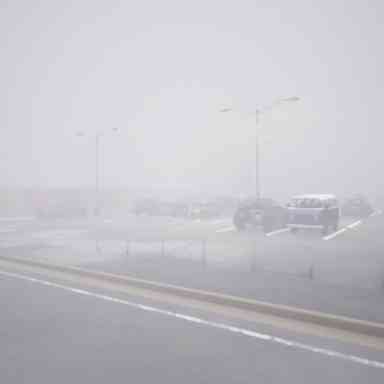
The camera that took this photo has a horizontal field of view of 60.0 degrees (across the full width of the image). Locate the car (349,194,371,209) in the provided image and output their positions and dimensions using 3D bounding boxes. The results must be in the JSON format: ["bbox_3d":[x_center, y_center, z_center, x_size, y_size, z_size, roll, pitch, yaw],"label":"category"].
[{"bbox_3d":[26.189,1.257,51.680,1.905,1.878,3.866,-1,0,34],"label":"car"}]

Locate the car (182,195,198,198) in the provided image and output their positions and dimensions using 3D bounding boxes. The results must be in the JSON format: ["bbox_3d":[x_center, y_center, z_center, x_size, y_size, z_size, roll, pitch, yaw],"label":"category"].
[{"bbox_3d":[0.096,1.435,48.267,1.932,1.855,4.605,-1,0,34],"label":"car"}]

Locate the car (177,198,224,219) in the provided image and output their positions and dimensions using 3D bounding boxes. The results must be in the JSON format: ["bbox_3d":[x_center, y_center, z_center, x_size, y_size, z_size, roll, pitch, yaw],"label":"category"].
[{"bbox_3d":[0.800,1.584,29.592,1.970,1.475,3.806,-1,0,34],"label":"car"}]

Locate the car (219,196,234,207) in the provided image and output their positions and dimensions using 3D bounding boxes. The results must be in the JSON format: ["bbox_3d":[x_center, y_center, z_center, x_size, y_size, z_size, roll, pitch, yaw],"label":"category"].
[{"bbox_3d":[7.595,1.697,64.379,1.970,1.475,3.806,-1,0,34],"label":"car"}]

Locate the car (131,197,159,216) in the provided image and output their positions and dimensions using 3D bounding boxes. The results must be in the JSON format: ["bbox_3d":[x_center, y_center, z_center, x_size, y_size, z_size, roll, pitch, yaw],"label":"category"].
[{"bbox_3d":[-3.833,1.391,32.703,1.932,1.855,4.605,-1,0,34],"label":"car"}]

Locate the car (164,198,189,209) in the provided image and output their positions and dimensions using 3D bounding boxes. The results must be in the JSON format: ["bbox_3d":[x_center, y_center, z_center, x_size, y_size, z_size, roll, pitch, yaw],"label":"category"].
[{"bbox_3d":[-2.256,1.671,49.955,1.784,1.438,3.905,-1,0,34],"label":"car"}]

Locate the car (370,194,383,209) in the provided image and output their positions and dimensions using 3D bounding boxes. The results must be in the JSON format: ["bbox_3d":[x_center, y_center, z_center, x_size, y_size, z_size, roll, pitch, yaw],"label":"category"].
[{"bbox_3d":[28.546,1.228,50.001,1.932,1.855,4.605,-1,0,34],"label":"car"}]

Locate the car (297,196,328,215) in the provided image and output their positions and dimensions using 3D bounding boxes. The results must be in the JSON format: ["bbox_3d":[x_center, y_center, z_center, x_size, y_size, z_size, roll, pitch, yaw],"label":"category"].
[{"bbox_3d":[14.091,1.526,38.795,1.970,1.475,3.806,-1,0,34],"label":"car"}]

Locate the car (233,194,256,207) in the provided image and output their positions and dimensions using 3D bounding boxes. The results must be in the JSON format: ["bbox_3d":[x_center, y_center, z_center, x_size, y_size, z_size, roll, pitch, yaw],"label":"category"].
[{"bbox_3d":[9.976,1.432,62.735,1.905,1.878,3.866,-1,0,34],"label":"car"}]

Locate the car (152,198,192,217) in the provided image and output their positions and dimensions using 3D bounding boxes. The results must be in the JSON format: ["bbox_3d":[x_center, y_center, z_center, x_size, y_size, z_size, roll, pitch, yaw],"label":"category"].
[{"bbox_3d":[-1.589,1.578,31.228,1.784,1.438,3.905,-1,0,34],"label":"car"}]
